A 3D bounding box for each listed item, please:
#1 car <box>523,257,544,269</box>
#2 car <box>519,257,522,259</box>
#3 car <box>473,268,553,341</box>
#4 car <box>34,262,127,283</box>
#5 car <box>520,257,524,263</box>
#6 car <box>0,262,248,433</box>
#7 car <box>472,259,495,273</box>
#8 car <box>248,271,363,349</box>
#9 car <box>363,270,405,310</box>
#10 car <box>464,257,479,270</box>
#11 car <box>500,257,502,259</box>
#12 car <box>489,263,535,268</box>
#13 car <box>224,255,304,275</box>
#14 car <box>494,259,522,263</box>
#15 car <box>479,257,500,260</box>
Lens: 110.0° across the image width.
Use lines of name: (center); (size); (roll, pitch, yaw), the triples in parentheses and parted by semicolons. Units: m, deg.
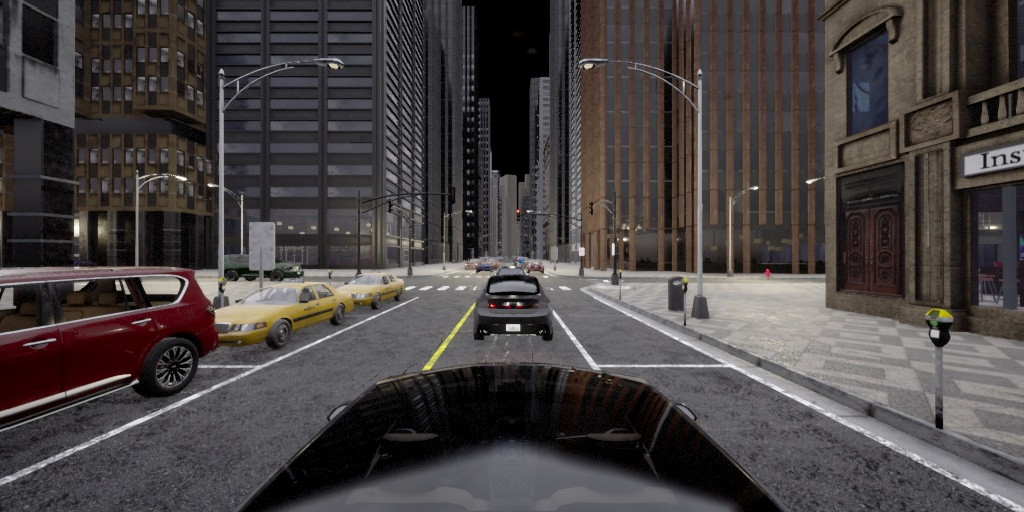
car: (2.668, 1.196, 41.801); (1.967, 1.591, 4.097); (0, 0, 0)
car: (2.615, 1.330, 64.237); (1.948, 1.339, 4.313); (0, 0, 0)
car: (0.037, 1.255, 9.909); (1.837, 1.490, 4.892); (0, 0, 0)
car: (-31.800, 1.179, 26.516); (4.674, 1.442, 1.812); (0, 0, 0)
car: (2.628, 1.312, 58.628); (2.007, 1.370, 4.403); (0, 0, 0)
car: (-5.766, 1.065, 3.784); (2.192, 1.841, 5.009); (0, 0, 0)
car: (-3.185, 1.357, 42.316); (1.895, 1.301, 4.718); (0, 0, 0)
car: (-5.779, 1.276, 9.215); (1.751, 1.417, 4.829); (0, 0, 0)
car: (-5.792, 1.276, 14.817); (1.751, 1.417, 4.829); (0, 0, 0)
car: (-5.883, 1.199, 52.980); (1.967, 1.591, 4.097); (0, 0, 0)
car: (-3.213, 1.115, 61.960); (2.097, 1.767, 4.553); (0, 0, 0)
car: (-0.043, 1.298, 20.238); (2.033, 1.411, 5.357); (0, 0, 0)
car: (-18.583, 0.916, 26.651); (5.566, 2.045, 2.150); (0, 0, 1)
car: (-0.336, 1.302, 39.223); (2.033, 1.411, 5.357); (0, 0, 5)
car: (-3.205, 1.111, 52.010); (2.097, 1.767, 4.553); (0, 0, 0)
